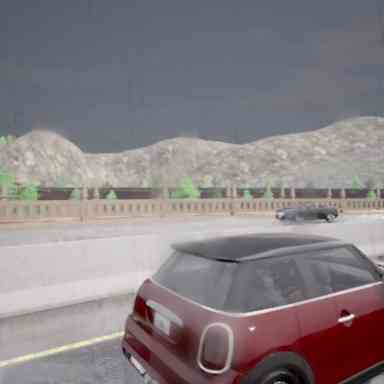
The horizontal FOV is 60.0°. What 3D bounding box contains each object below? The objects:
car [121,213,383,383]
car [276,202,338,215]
[{"bbox_3d":[1.473,1.346,4.514,4.553,1.767,2.097,0,0,-34],"label":"car"},{"bbox_3d":[8.422,1.469,24.310,4.902,1.511,2.128,0,0,-23],"label":"car"}]
